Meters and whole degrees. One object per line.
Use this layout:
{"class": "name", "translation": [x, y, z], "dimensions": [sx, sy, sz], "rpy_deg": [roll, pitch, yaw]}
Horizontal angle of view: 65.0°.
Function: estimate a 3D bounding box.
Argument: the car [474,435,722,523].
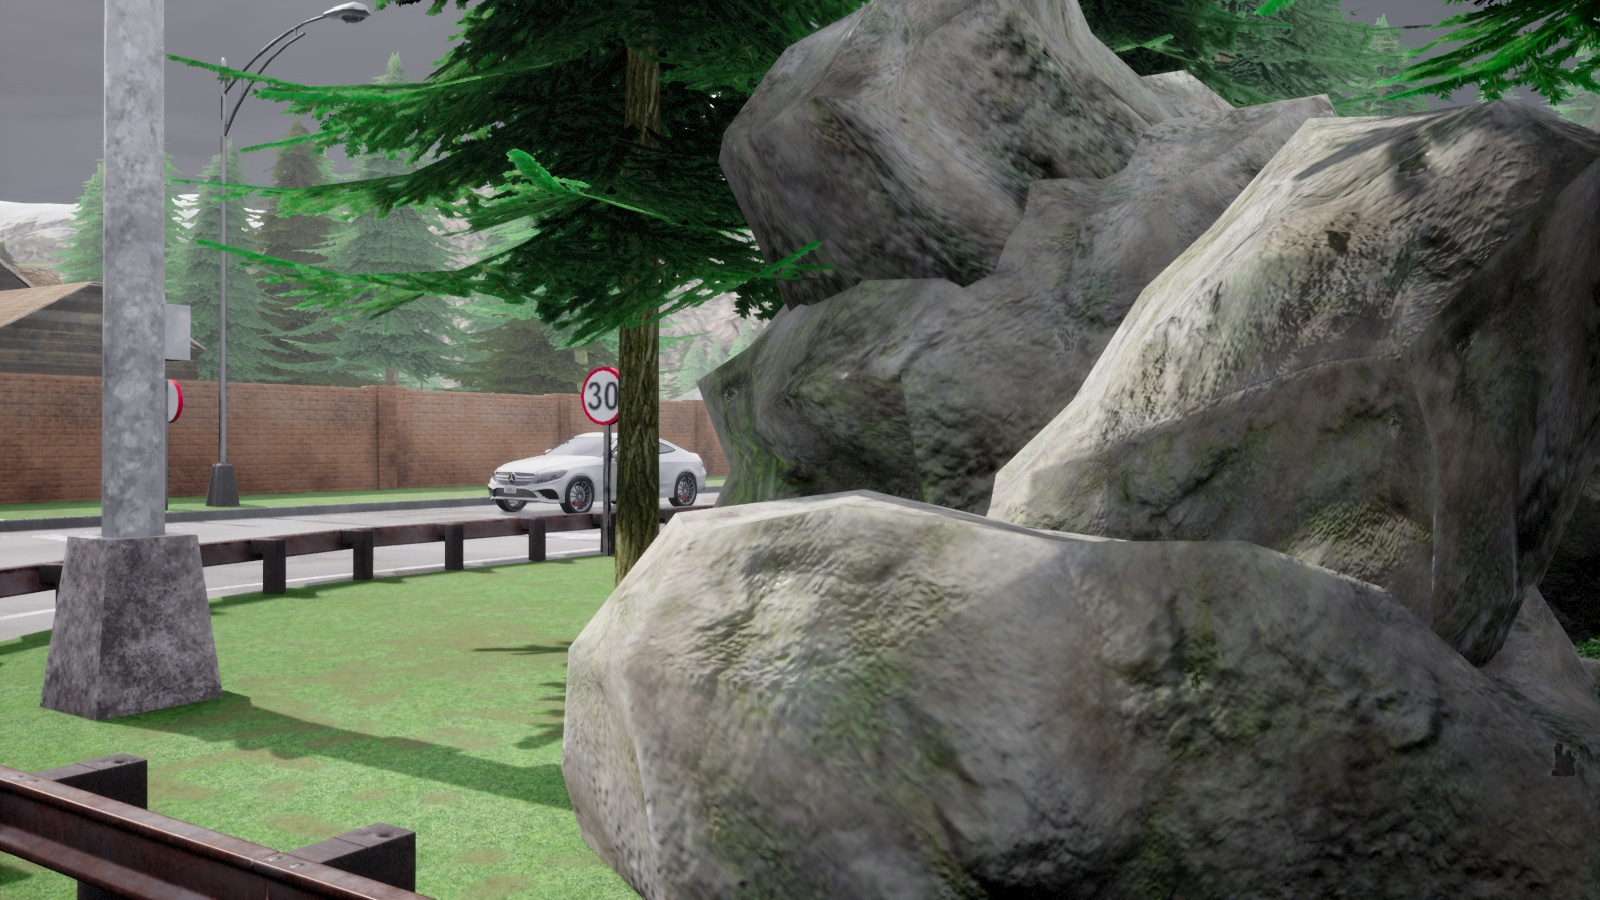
{"class": "car", "translation": [-3.608, 0.457, 23.271], "dimensions": [1.812, 1.442, 4.674], "rpy_deg": [0, 1, 34]}
